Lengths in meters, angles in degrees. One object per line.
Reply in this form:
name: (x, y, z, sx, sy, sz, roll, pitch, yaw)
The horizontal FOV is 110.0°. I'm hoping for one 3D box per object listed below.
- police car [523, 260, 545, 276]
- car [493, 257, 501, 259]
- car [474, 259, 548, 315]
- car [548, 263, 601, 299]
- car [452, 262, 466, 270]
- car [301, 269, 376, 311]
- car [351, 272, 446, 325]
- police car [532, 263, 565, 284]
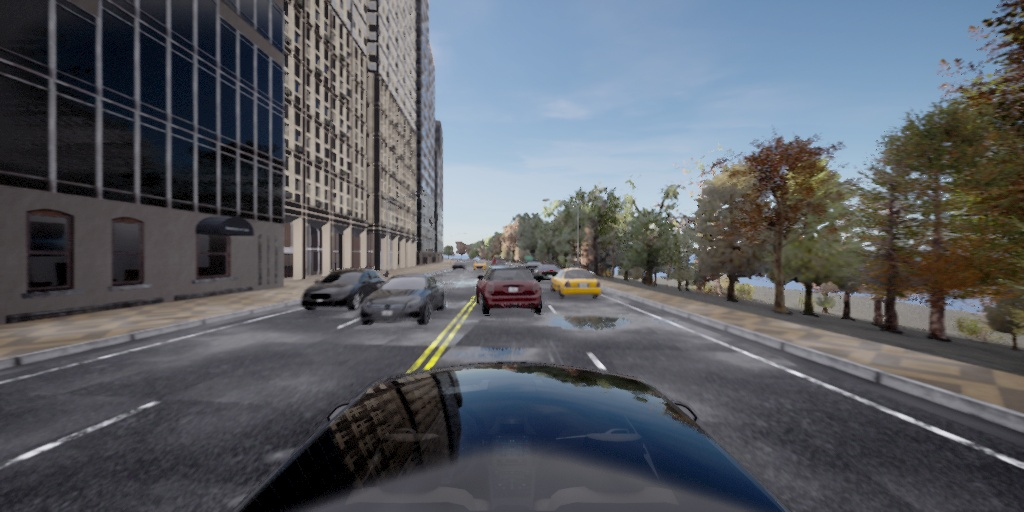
police car: (2.440, 1.298, 40.342, 1.930, 1.638, 5.238, 0, 0, -2)
car: (-2.124, 1.432, 65.089, 2.128, 1.511, 4.902, 0, 0, -3)
car: (-0.238, 1.144, 14.079, 2.097, 1.767, 4.553, 0, 0, -8)
car: (3.097, 1.260, 18.319, 1.801, 1.575, 5.366, 0, 0, -1)
car: (-8.145, 1.524, 55.547, 1.895, 1.301, 4.718, 0, 0, -3)
car: (-6.714, 1.305, 14.890, 1.837, 1.490, 4.892, 0, 0, -1)
car: (-3.426, 1.314, 12.097, 1.812, 1.442, 4.674, 0, 0, -1)
police car: (2.837, 1.344, 29.183, 2.038, 1.542, 4.974, 0, 0, -2)
